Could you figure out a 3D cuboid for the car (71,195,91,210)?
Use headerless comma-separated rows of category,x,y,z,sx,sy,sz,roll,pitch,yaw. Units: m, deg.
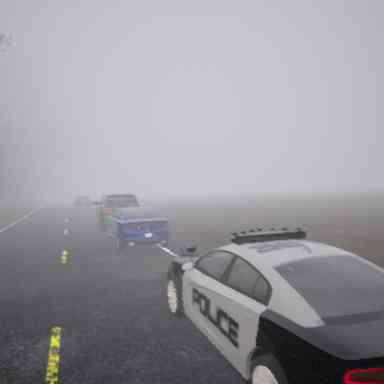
car,-13.365,1.177,40.520,2.097,1.767,4.553,-2,1,-20

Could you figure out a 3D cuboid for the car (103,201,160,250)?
car,-2.388,1.356,14.009,1.882,1.535,5.008,-2,1,-20

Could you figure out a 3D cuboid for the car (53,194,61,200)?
car,-35.094,1.336,86.616,1.837,1.490,4.892,-2,0,-22

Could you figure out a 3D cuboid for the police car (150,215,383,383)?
police car,1.011,1.337,4.710,1.930,1.638,5.238,-2,1,-20

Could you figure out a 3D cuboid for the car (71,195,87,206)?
car,-17.631,1.290,51.628,2.128,1.511,4.902,-2,1,-21

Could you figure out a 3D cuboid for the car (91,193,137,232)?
car,-4.481,1.083,19.670,2.150,2.045,5.566,-2,1,-20
